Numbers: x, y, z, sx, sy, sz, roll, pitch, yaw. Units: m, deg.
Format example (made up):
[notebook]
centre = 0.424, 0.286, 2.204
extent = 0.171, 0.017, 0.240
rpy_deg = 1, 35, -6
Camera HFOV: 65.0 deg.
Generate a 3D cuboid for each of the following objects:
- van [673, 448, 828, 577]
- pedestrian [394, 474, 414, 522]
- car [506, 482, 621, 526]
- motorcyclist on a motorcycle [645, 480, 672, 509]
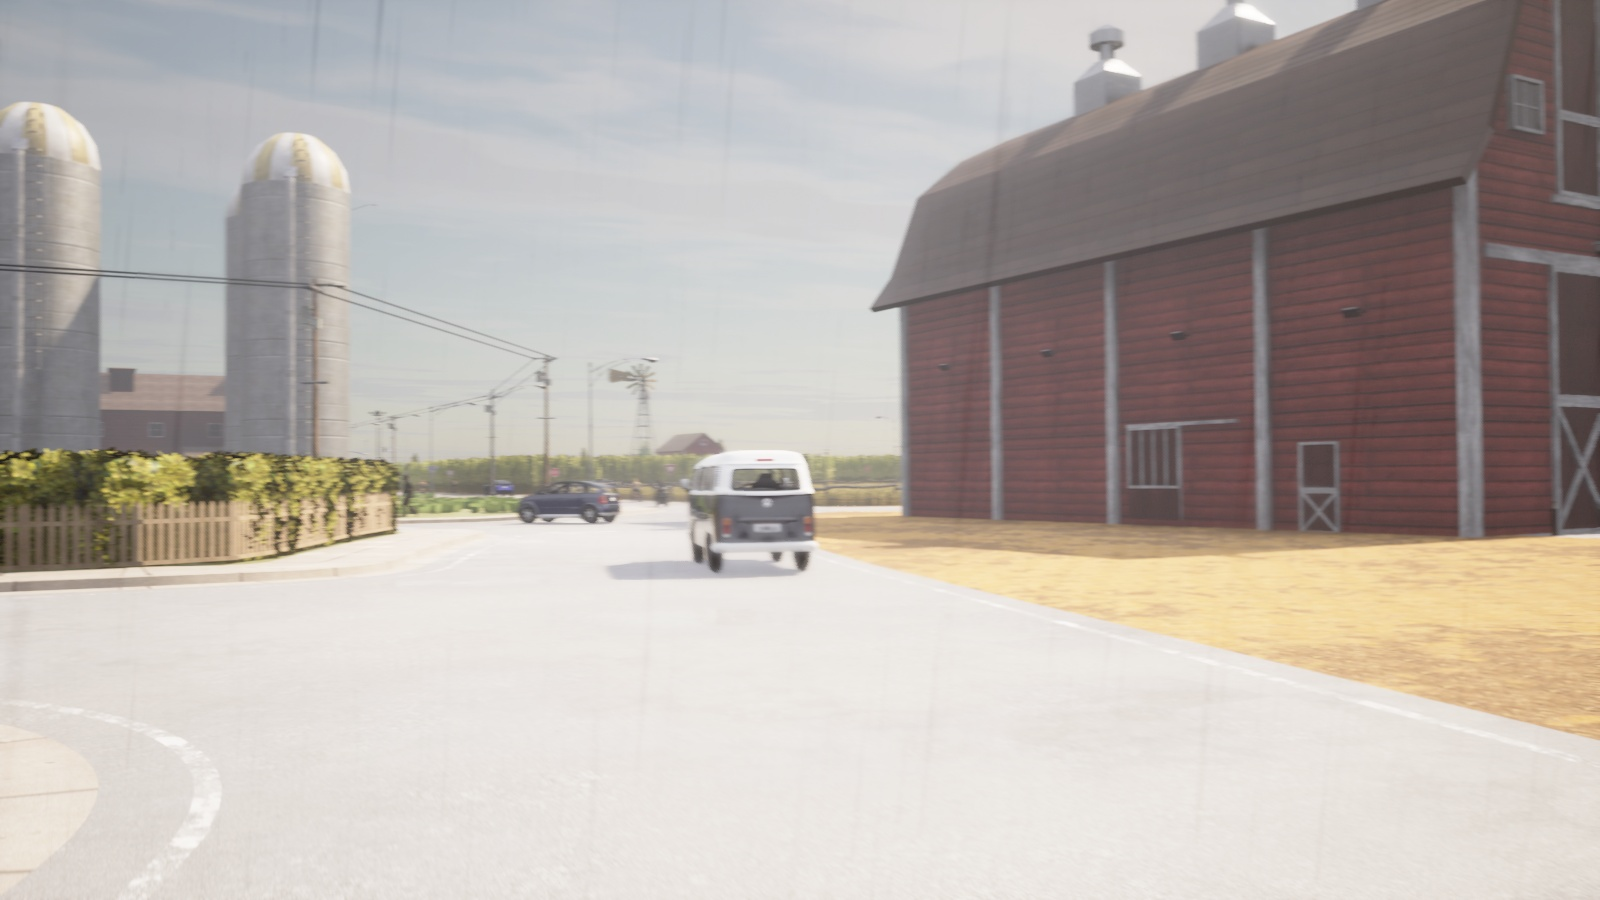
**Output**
[van]
centre = -1.009, 1.063, 22.568
extent = 2.069, 2.038, 4.480
rpy_deg = -1, -1, -11
[pedestrian]
centre = -16.282, 1.962, 51.594
extent = 0.692, 1.930, 0.395
rpy_deg = 0, -1, -28
[car]
centre = -8.611, 1.975, 45.866
extent = 3.705, 1.549, 1.789
rpy_deg = -1, -2, 16
[motorcyclist on a motorcycle]
centre = -8.074, 2.517, 71.375
extent = 0.866, 1.590, 1.817
rpy_deg = 0, -1, -29
